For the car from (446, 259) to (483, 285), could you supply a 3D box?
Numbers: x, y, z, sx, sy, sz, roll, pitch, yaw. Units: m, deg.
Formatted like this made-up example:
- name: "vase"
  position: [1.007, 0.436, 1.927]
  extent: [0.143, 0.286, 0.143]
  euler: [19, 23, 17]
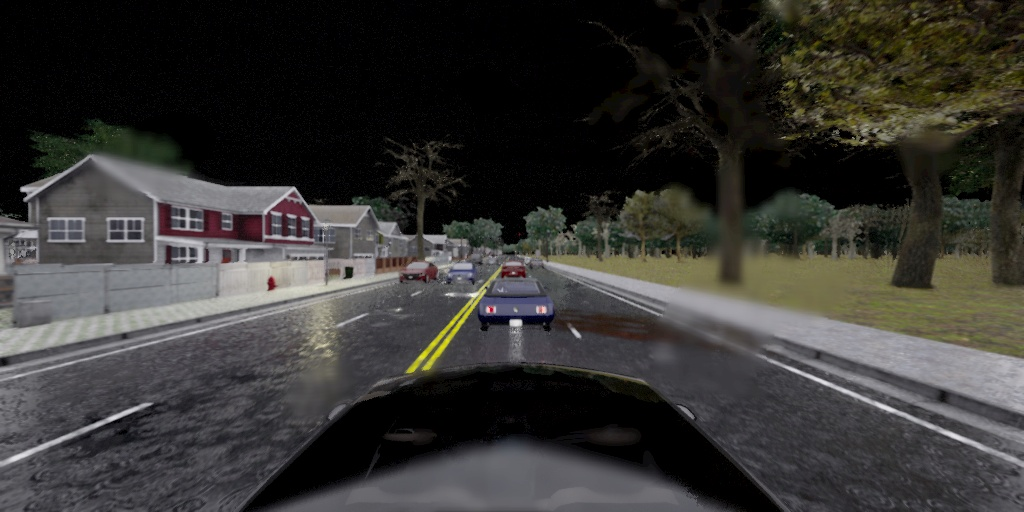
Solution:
- name: "car"
  position: [-3.332, 1.155, 25.008]
  extent: [1.812, 1.442, 4.674]
  euler: [0, 0, 0]

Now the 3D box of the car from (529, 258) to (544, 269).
- name: "car"
  position: [3.371, 0.981, 49.980]
  extent: [2.128, 1.511, 4.902]
  euler: [0, 0, 0]

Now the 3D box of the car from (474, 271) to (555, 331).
- name: "car"
  position: [0.103, 1.304, 10.816]
  extent: [1.895, 1.301, 4.718]
  euler: [0, 0, 0]

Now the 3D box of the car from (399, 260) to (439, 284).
- name: "car"
  position: [-6.588, 1.102, 25.812]
  extent: [1.882, 1.535, 5.008]
  euler: [0, 0, 0]

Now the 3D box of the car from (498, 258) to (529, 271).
- name: "car"
  position: [0.112, 1.084, 29.020]
  extent: [1.882, 1.535, 5.008]
  euler: [0, 0, 0]

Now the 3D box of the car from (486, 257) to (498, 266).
- name: "car"
  position: [-3.275, 0.925, 60.564]
  extent: [2.128, 1.511, 4.902]
  euler: [0, 0, 1]
